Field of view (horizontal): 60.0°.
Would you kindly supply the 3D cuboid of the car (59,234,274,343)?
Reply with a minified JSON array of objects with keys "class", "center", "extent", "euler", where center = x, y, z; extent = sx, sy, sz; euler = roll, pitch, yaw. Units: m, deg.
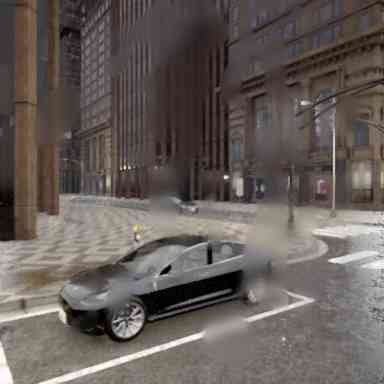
[{"class":"car","center":[-0.251,1.554,6.466],"extent":[4.313,1.339,1.947],"euler":[0,0,-35]}]

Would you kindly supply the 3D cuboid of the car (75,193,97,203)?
[{"class":"car","center":[-15.384,0.832,48.074],"extent":[1.895,1.301,4.718],"euler":[0,1,-35]}]

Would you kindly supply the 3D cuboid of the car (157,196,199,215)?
[{"class":"car","center":[-1.295,1.123,28.410],"extent":[1.812,1.442,4.674],"euler":[0,1,-36]}]
